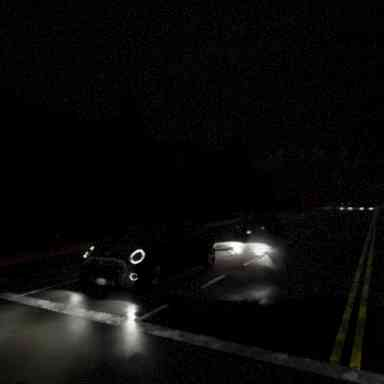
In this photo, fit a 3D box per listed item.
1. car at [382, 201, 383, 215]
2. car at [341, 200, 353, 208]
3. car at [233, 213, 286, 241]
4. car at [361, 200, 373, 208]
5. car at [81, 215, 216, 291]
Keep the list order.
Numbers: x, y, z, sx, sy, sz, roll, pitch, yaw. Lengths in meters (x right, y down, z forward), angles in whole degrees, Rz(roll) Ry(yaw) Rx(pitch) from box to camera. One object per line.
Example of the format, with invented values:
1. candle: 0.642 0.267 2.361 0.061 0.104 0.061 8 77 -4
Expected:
1. car: 23.853 1.643 39.362 2.150 2.045 5.566 -1 -1 30
2. car: 30.820 2.291 66.061 1.882 1.535 5.008 -1 -1 29
3. car: 3.853 1.865 18.519 1.994 1.385 4.181 -1 -1 30
4. car: 33.866 2.218 64.340 1.882 1.535 5.008 -1 -1 29
5. car: -1.053 1.558 9.871 2.097 1.767 4.553 -1 -1 29
